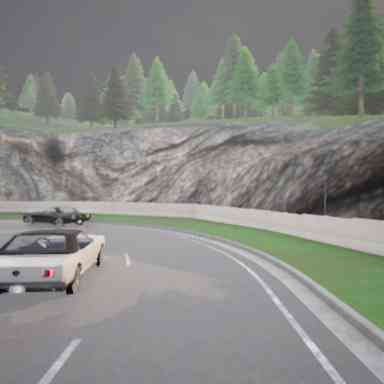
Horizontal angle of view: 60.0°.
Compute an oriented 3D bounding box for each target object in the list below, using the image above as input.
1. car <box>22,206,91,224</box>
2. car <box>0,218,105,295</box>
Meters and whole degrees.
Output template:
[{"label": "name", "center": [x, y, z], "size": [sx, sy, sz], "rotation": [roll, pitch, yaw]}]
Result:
[{"label": "car", "center": [-9.220, 1.620, 22.473], "size": [4.718, 1.301, 1.895], "rotation": [0, 0, 27]}, {"label": "car", "center": [-3.563, 1.608, 8.668], "size": [1.895, 1.301, 4.718], "rotation": [0, 0, -5]}]
